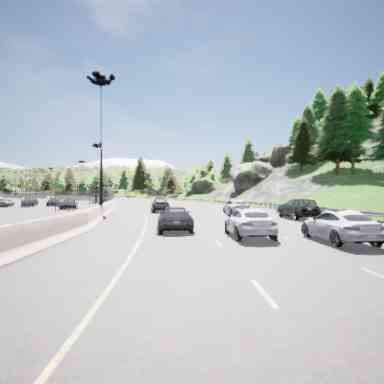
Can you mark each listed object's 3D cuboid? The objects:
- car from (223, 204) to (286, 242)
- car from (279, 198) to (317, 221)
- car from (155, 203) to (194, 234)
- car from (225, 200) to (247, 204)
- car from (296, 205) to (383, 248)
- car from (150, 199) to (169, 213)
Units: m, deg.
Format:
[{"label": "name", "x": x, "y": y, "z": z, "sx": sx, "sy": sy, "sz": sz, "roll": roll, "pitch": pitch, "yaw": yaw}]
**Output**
[{"label": "car", "x": 2.795, "y": 1.511, "z": 16.302, "sx": 1.812, "sy": 1.442, "sz": 4.674, "roll": 0, "pitch": 0, "yaw": -4}, {"label": "car", "x": 8.635, "y": 1.320, "z": 27.225, "sx": 2.097, "sy": 1.767, "sz": 4.553, "roll": 0, "pitch": 0, "yaw": -7}, {"label": "car", "x": -1.013, "y": 1.555, "z": 19.417, "sx": 1.994, "sy": 1.385, "sz": 4.181, "roll": 0, "pitch": 0, "yaw": -6}, {"label": "car", "x": 4.334, "y": 1.499, "z": 32.503, "sx": 1.812, "sy": 1.442, "sz": 4.674, "roll": 0, "pitch": 0, "yaw": -9}, {"label": "car", "x": 6.445, "y": 1.505, "z": 14.515, "sx": 1.812, "sy": 1.442, "sz": 4.674, "roll": 0, "pitch": 0, "yaw": -4}, {"label": "car", "x": -3.579, "y": 1.479, "z": 37.097, "sx": 2.128, "sy": 1.511, "sz": 4.902, "roll": 0, "pitch": 0, "yaw": -10}]
